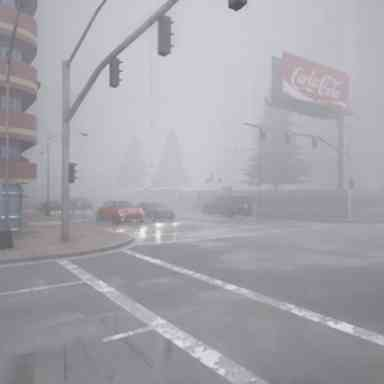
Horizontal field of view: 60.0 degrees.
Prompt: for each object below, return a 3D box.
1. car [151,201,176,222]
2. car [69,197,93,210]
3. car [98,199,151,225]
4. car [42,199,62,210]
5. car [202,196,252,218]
[{"bbox_3d":[-3.223,1.568,27.693,1.837,1.490,4.892,0,0,-36],"label":"car"},{"bbox_3d":[-14.568,1.417,43.425,2.097,1.767,4.553,0,0,-36],"label":"car"},{"bbox_3d":[-5.227,1.400,24.491,2.097,1.767,4.553,0,0,-36],"label":"car"},{"bbox_3d":[-17.073,1.612,40.910,1.994,1.385,4.181,0,0,-36],"label":"car"},{"bbox_3d":[3.252,1.404,31.555,2.150,2.045,5.566,3,-2,-34],"label":"car"}]
